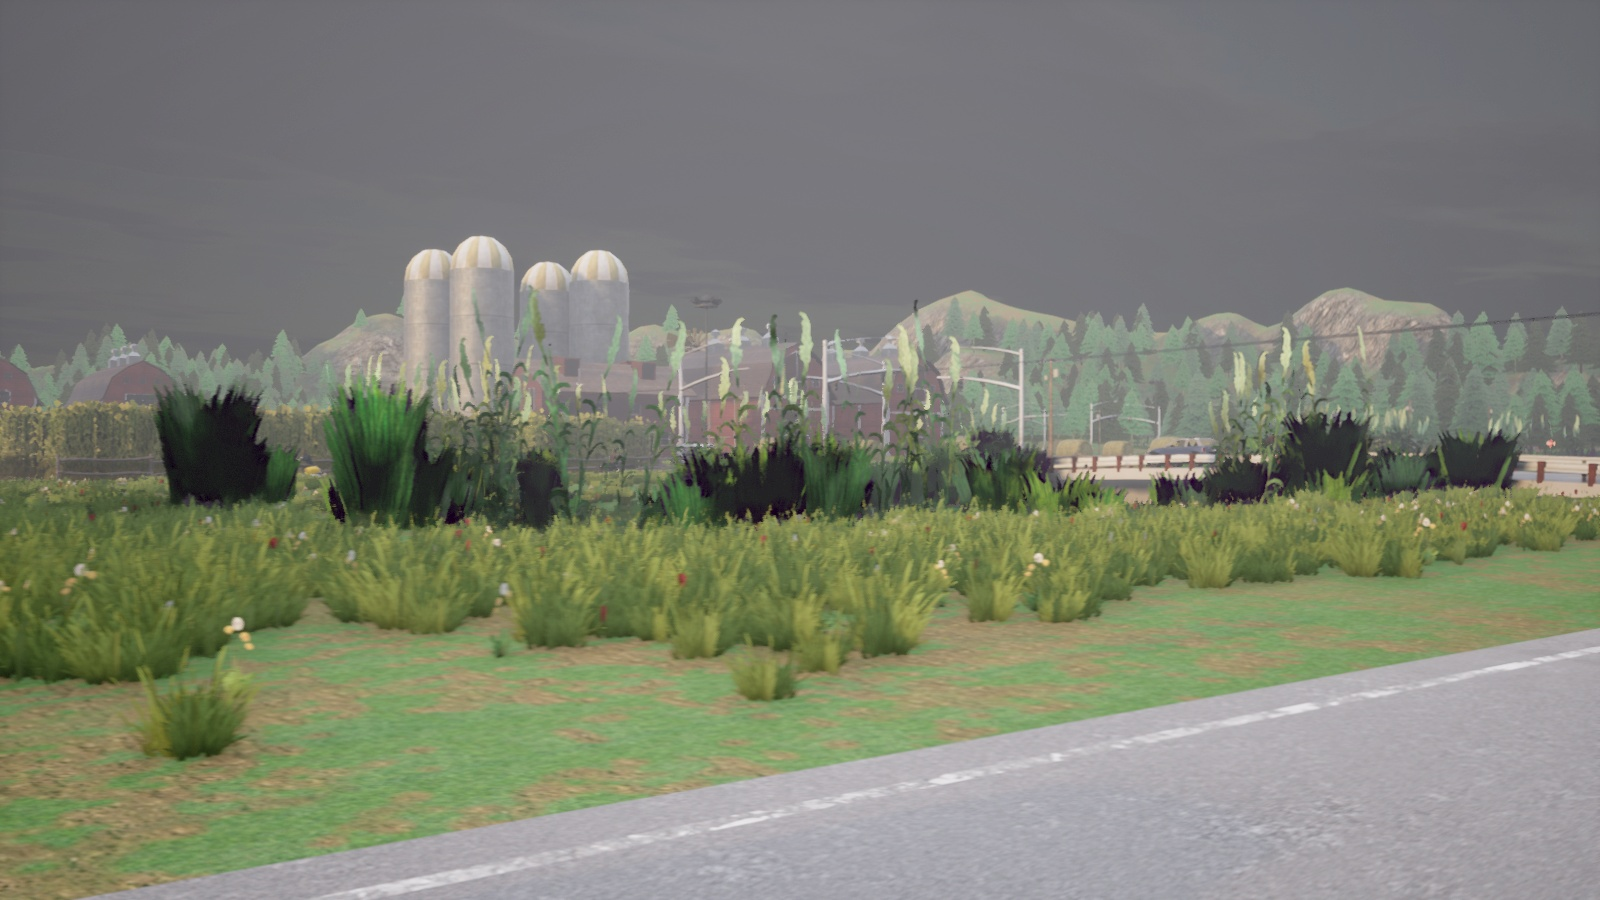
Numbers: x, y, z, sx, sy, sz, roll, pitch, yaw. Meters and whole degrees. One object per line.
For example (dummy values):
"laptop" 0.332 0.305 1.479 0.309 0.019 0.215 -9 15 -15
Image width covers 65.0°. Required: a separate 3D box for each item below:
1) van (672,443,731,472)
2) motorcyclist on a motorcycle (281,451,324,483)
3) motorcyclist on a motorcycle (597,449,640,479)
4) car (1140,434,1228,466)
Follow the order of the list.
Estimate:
"van" -7.293 0.549 92.702 2.069 2.038 4.480 0 0 -40
"motorcyclist on a motorcycle" -24.909 0.852 62.874 1.817 1.590 0.866 0 0 -40
"motorcyclist on a motorcycle" -10.285 0.781 71.277 2.350 1.649 0.766 0 0 -40
"car" 19.314 0.020 63.244 1.970 1.475 3.806 0 -1 -34
